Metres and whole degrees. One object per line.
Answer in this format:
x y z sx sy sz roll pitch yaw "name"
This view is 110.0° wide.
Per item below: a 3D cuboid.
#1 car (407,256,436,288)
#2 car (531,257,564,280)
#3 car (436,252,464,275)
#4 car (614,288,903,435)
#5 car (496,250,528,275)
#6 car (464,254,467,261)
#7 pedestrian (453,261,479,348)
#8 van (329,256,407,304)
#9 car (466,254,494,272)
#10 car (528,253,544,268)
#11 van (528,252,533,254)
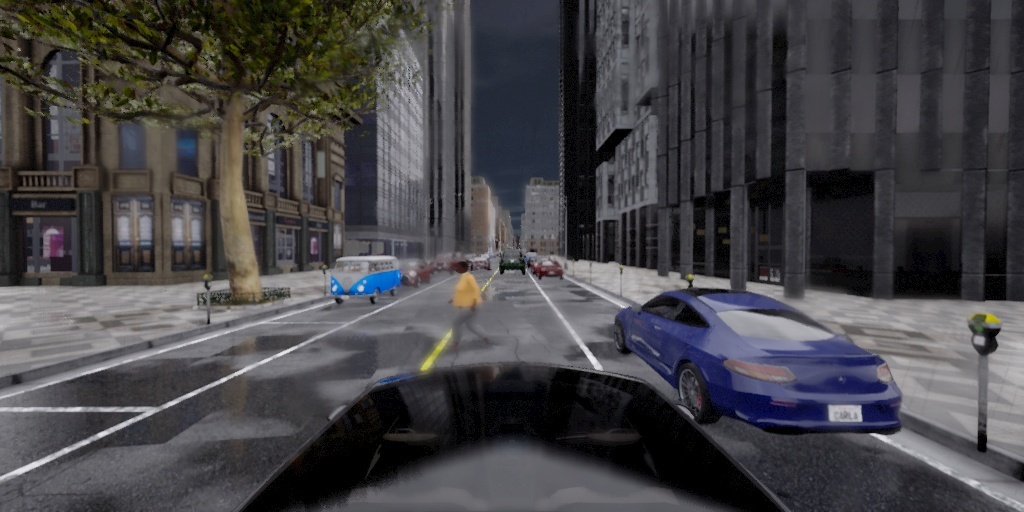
-5.861 0.913 20.338 1.967 1.591 4.097 0 0 0 "car"
2.664 0.938 25.965 1.888 1.381 4.507 0 0 0 "car"
-5.862 0.626 31.616 2.192 1.841 5.009 0 0 0 "car"
3.000 1.217 5.527 1.812 1.442 4.674 0 1 0 "car"
0.071 0.532 31.445 2.150 2.045 5.566 0 0 1 "car"
-5.863 0.545 37.254 2.192 1.841 5.009 0 0 0 "car"
-0.935 0.956 7.306 0.375 1.860 0.375 0 1 -15 "pedestrian"
-5.860 0.896 14.699 1.690 1.789 3.998 0 0 0 "van"
-3.102 0.780 35.535 1.812 1.442 4.674 0 1 0 "car"
2.663 0.751 31.604 1.967 1.591 4.097 0 0 0 "car"
2.661 0.416 48.518 1.690 1.789 3.998 0 0 0 "van"
